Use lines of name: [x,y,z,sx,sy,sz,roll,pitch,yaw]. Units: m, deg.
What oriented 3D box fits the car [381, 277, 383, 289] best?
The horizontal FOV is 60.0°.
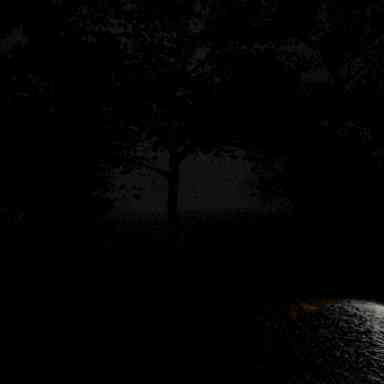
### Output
car: [6.557,1.562,7.759,5.357,1.411,2.033,0,0,-36]
